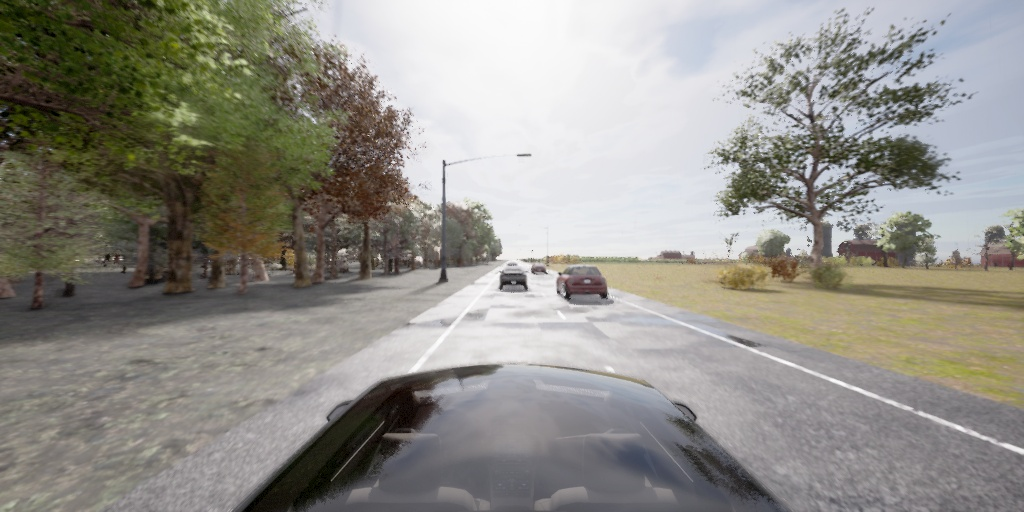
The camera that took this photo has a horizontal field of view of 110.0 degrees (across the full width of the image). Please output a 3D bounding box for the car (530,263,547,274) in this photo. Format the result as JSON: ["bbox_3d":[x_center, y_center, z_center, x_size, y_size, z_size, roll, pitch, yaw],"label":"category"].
[{"bbox_3d":[3.591,1.672,48.843,1.812,1.442,4.674,0,0,0],"label":"car"}]

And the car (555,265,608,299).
[{"bbox_3d":[3.594,1.256,19.255,2.097,1.767,4.553,0,-1,0],"label":"car"}]

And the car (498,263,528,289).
[{"bbox_3d":[0.096,1.463,25.576,1.837,1.490,4.892,0,0,0],"label":"car"}]
